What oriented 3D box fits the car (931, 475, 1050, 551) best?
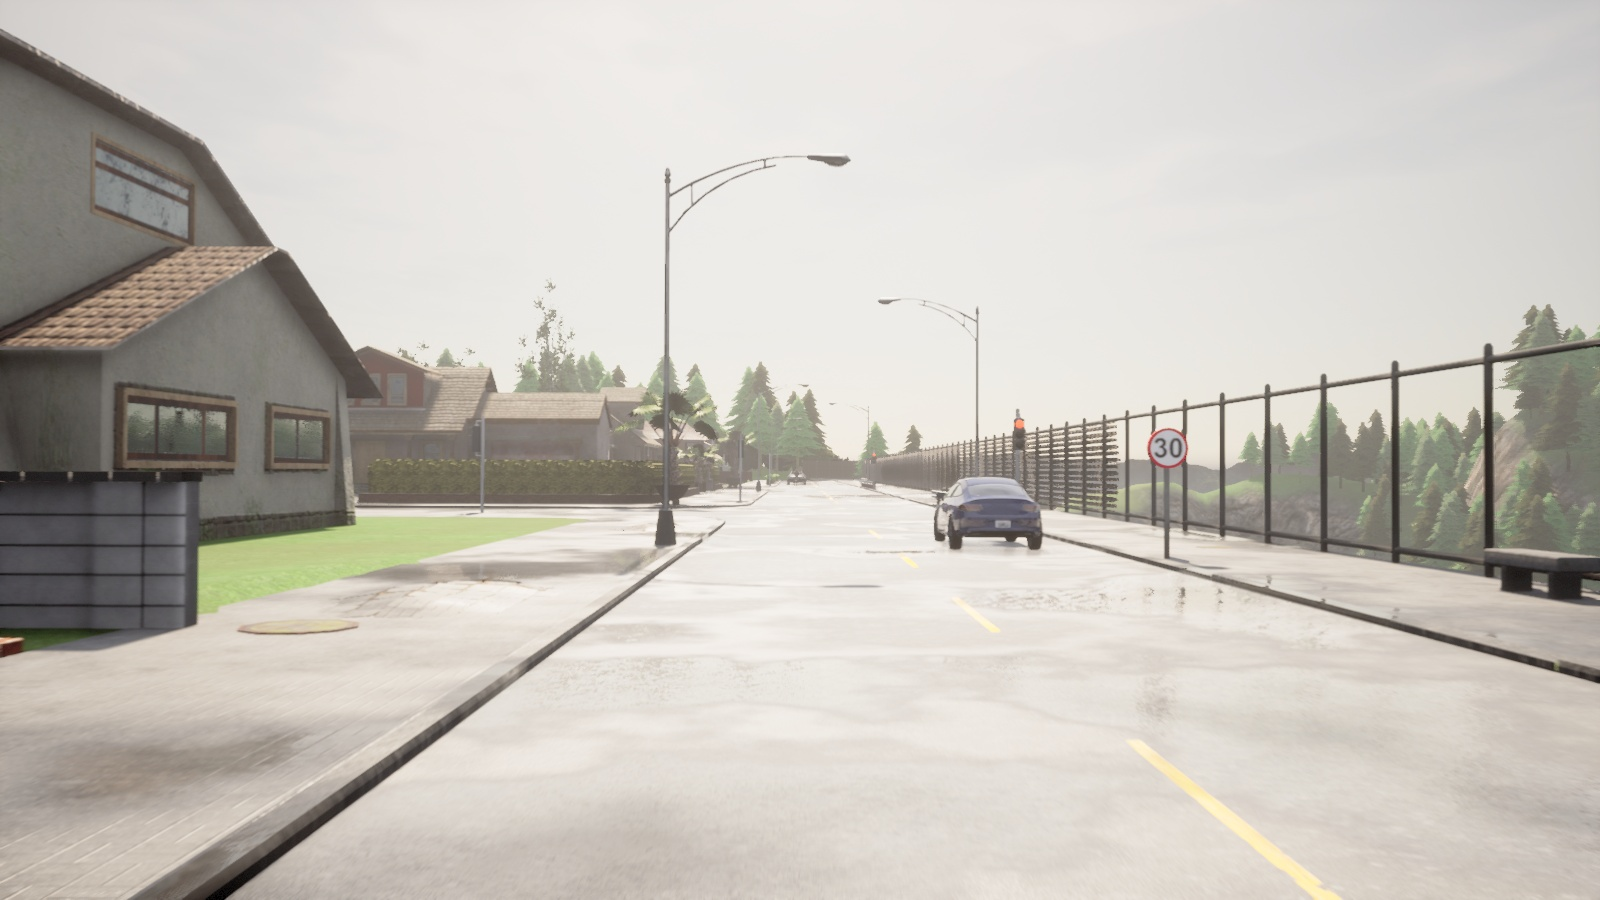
[{"bbox_3d":[3.934,1.271,26.640,1.812,1.442,4.674,0,-1,0],"label":"car"}]
